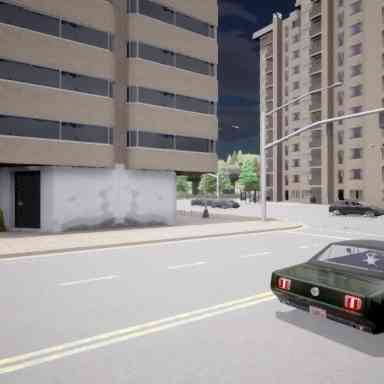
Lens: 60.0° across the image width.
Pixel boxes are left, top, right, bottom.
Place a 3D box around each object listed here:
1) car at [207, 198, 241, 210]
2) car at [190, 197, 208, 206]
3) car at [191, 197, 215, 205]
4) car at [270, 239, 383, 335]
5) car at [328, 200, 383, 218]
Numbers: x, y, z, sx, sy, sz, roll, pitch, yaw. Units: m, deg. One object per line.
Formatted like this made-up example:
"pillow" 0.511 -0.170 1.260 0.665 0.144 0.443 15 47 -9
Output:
"car" 4.454 1.564 44.003 1.994 1.385 4.181 0 0 -36
"car" 1.511 1.564 54.339 1.994 1.385 4.181 0 0 -36
"car" 1.859 1.601 59.889 1.895 1.301 4.718 0 0 -35
"car" 3.797 1.601 6.483 4.718 1.301 1.895 0 0 -35
"car" 14.948 1.506 30.250 1.837 1.490 4.892 0 0 -43
